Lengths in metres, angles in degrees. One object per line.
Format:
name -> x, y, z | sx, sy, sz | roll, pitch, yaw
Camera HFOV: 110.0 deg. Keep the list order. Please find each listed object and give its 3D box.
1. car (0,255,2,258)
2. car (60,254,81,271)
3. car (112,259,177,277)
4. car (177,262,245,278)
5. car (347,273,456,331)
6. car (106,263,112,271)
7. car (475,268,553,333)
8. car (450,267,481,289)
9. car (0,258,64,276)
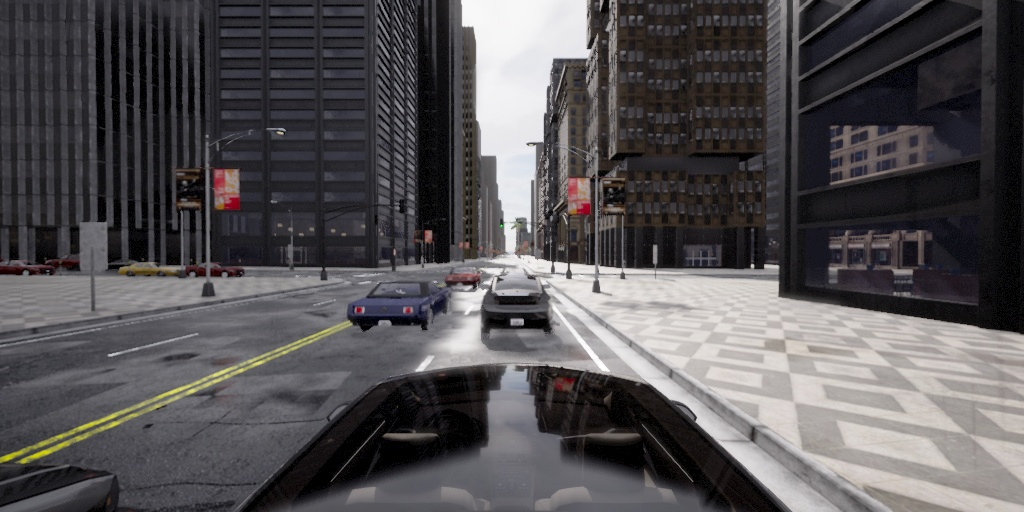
car -> -48.467, 0.792, 31.332 | 5.009, 1.841, 2.192 | 0, 0, 0
car -> -48.495, 0.709, 39.857 | 5.009, 1.841, 2.192 | 0, 0, 0
car -> -31.423, 1.150, 31.393 | 4.829, 1.417, 1.751 | 0, 0, 0
car -> -25.968, 1.215, 31.413 | 4.507, 1.381, 1.888 | 0, 0, 0
car -> -3.129, 1.369, 11.058 | 1.895, 1.301, 4.718 | 0, 0, 0
car -> -42.870, 1.010, 39.877 | 4.313, 1.339, 1.948 | 0, 0, 0
car -> 0.122, 1.274, 10.742 | 1.837, 1.490, 4.892 | 0, 0, 0
car -> -3.099, 1.389, 23.676 | 1.895, 1.301, 4.718 | 0, 0, 0
car -> -42.842, 1.073, 31.352 | 4.507, 1.381, 1.888 | 0, 0, 0
